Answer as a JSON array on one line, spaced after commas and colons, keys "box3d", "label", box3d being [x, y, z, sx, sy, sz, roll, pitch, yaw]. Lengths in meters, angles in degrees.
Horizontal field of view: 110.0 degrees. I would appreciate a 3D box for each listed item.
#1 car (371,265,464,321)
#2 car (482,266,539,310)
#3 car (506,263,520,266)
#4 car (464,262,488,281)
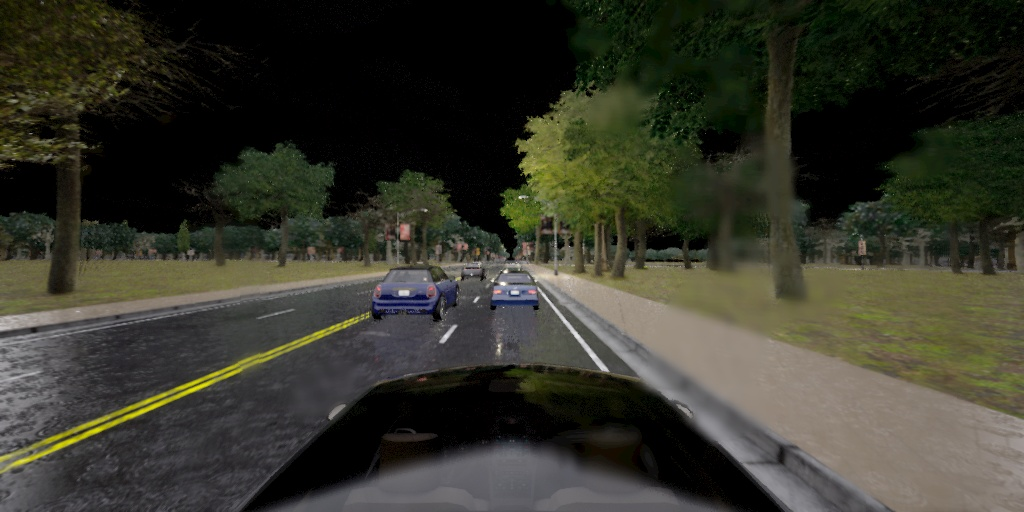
[{"box3d": [-3.152, 1.101, 12.595, 2.097, 1.767, 4.553, 0, 0, 0], "label": "car"}, {"box3d": [0.098, 1.299, 14.734, 2.033, 1.411, 5.357, 0, 0, 0], "label": "car"}, {"box3d": [0.093, 1.434, 38.304, 1.895, 1.301, 4.718, 0, 0, 0], "label": "car"}, {"box3d": [-3.155, 1.287, 30.436, 2.128, 1.511, 4.902, 0, 0, 0], "label": "car"}]
